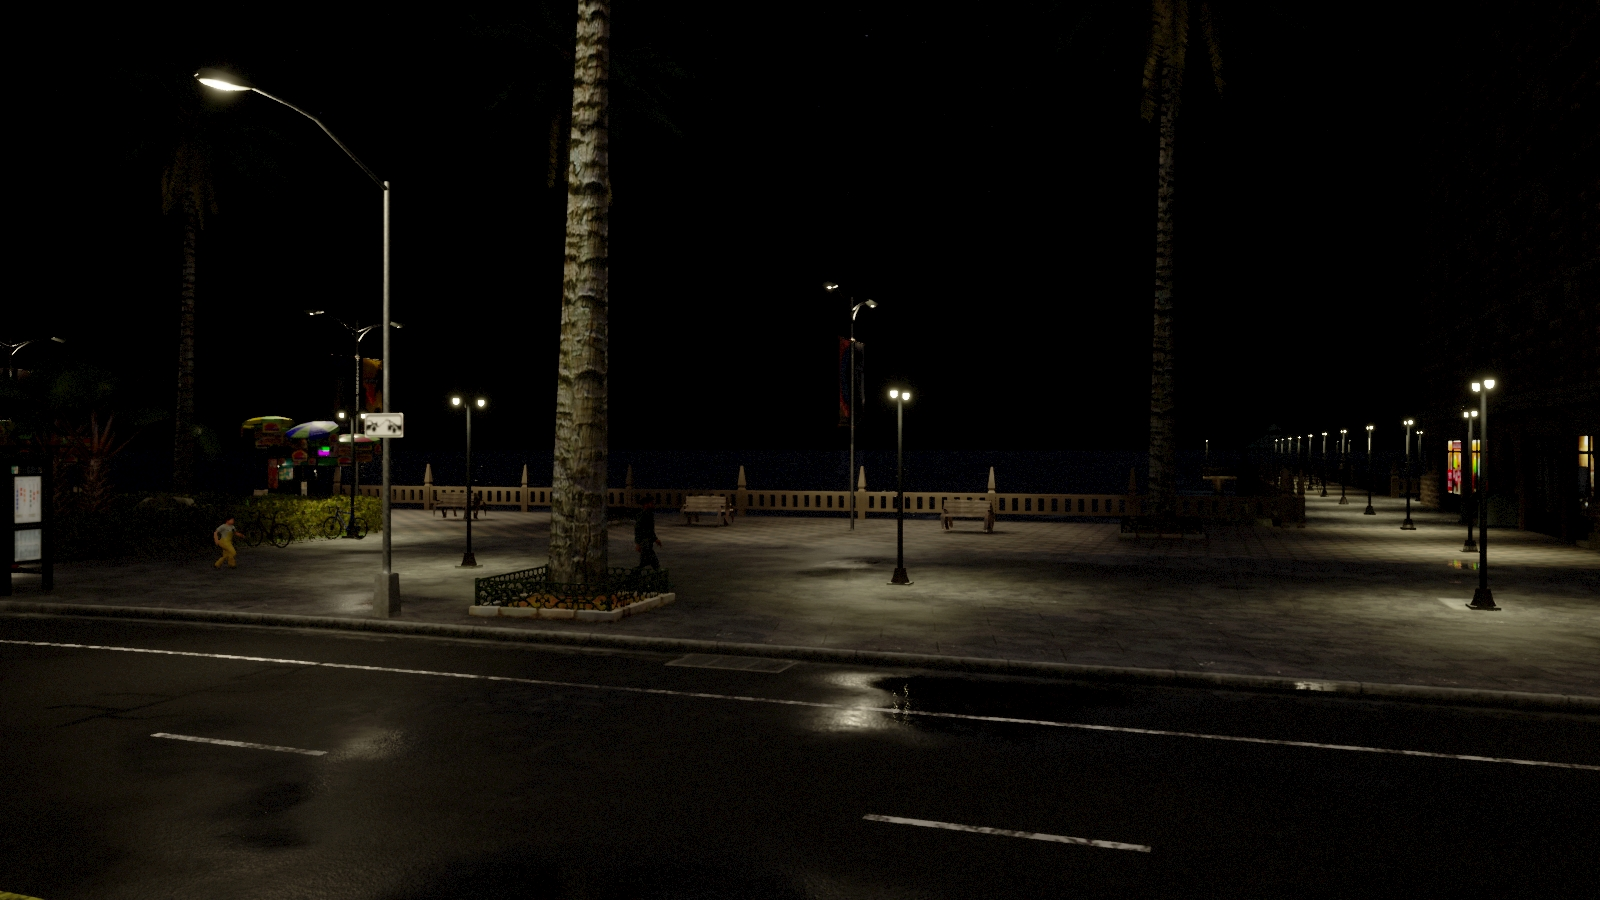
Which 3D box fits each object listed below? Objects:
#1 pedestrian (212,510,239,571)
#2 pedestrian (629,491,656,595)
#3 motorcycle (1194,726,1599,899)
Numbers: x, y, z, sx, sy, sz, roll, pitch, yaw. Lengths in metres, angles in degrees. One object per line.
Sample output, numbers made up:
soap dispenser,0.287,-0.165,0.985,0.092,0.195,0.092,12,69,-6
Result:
pedestrian,-12.555,1.978,24.967,0.375,1.300,0.375,0,0,5
pedestrian,-2.896,1.698,20.992,0.375,1.860,0.375,0,0,13
motorcycle,3.157,2.205,5.739,2.209,1.251,0.867,0,0,20
